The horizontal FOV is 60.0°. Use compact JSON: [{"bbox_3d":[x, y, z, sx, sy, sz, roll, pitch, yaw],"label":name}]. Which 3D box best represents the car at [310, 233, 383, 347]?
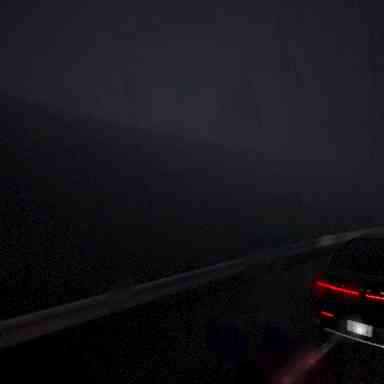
[{"bbox_3d":[3.827,1.517,6.027,1.837,1.490,4.892,1,0,44],"label":"car"}]
